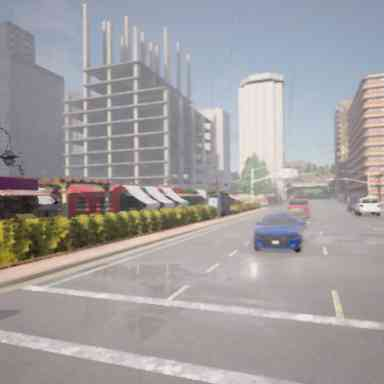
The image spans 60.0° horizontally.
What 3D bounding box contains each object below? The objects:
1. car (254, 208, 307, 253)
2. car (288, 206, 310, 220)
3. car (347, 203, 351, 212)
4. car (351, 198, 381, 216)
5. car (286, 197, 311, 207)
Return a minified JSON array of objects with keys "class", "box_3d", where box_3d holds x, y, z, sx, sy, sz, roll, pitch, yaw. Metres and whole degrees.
[{"class":"car","box_3d":[4.086,1.712,15.249,1.882,1.535,5.008,-1,-1,20]},{"class":"car","box_3d":[7.479,1.961,24.556,1.895,1.301,4.718,-1,-1,20]},{"class":"car","box_3d":[23.468,2.119,47.737,2.033,1.411,5.357,-1,-1,20]},{"class":"car","box_3d":[19.859,1.657,37.712,2.150,2.045,5.566,-1,-1,21]},{"class":"car","box_3d":[11.083,1.715,34.436,2.150,2.045,5.566,-1,-1,20]}]
